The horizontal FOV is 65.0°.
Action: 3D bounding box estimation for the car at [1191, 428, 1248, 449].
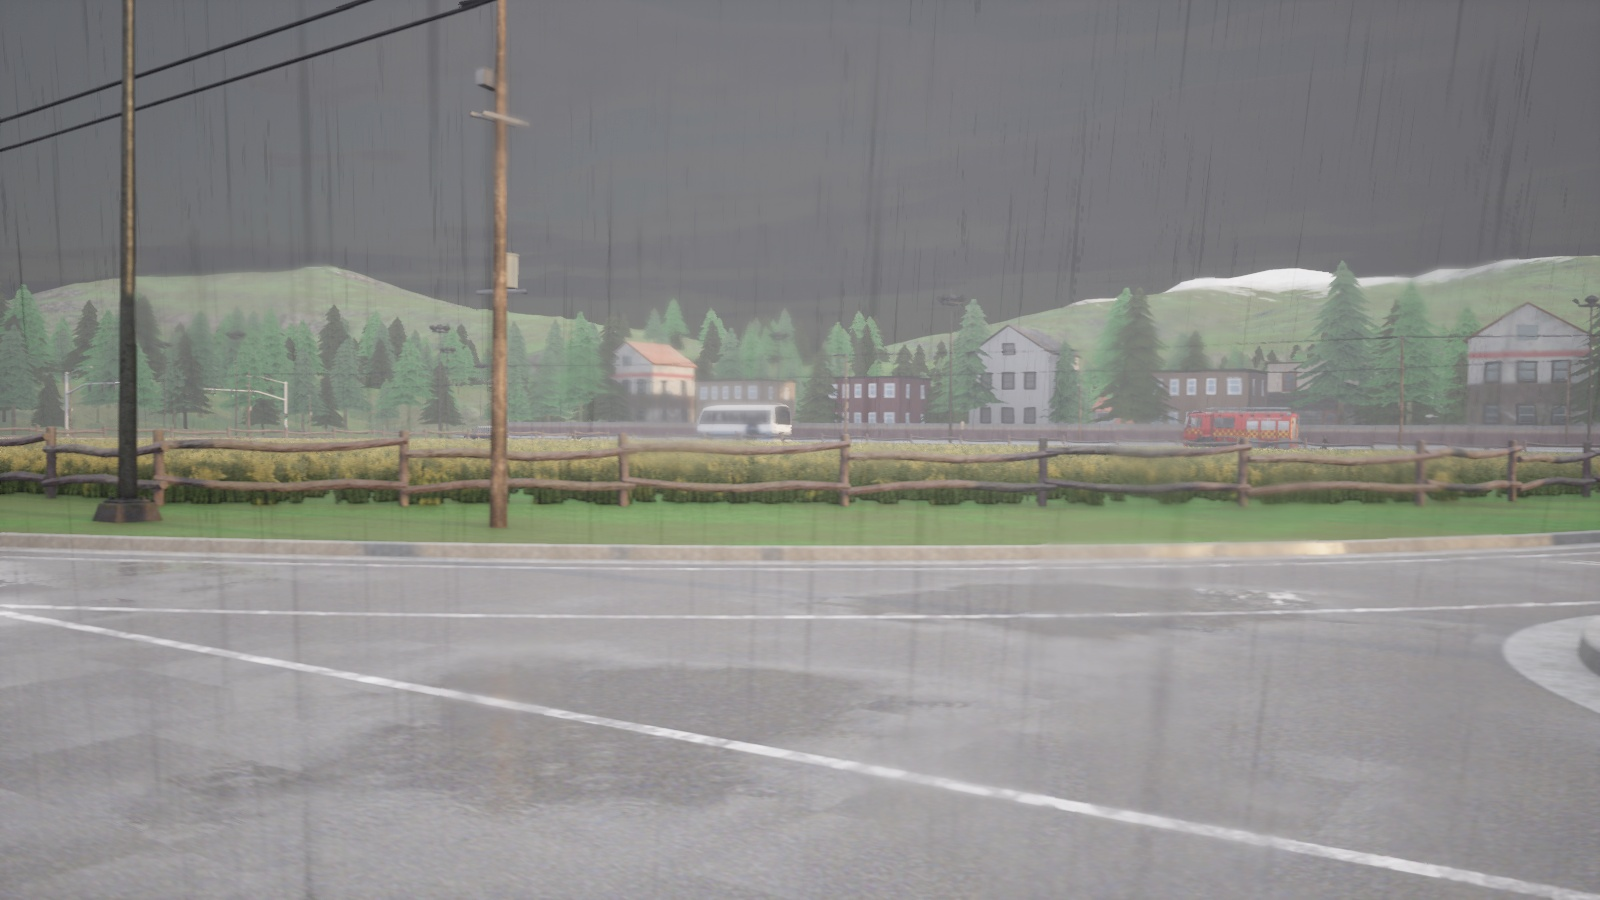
[{"bbox_3d":[31.510,-0.862,94.288,3.705,1.549,1.789,0,1,34],"label":"car"}]
